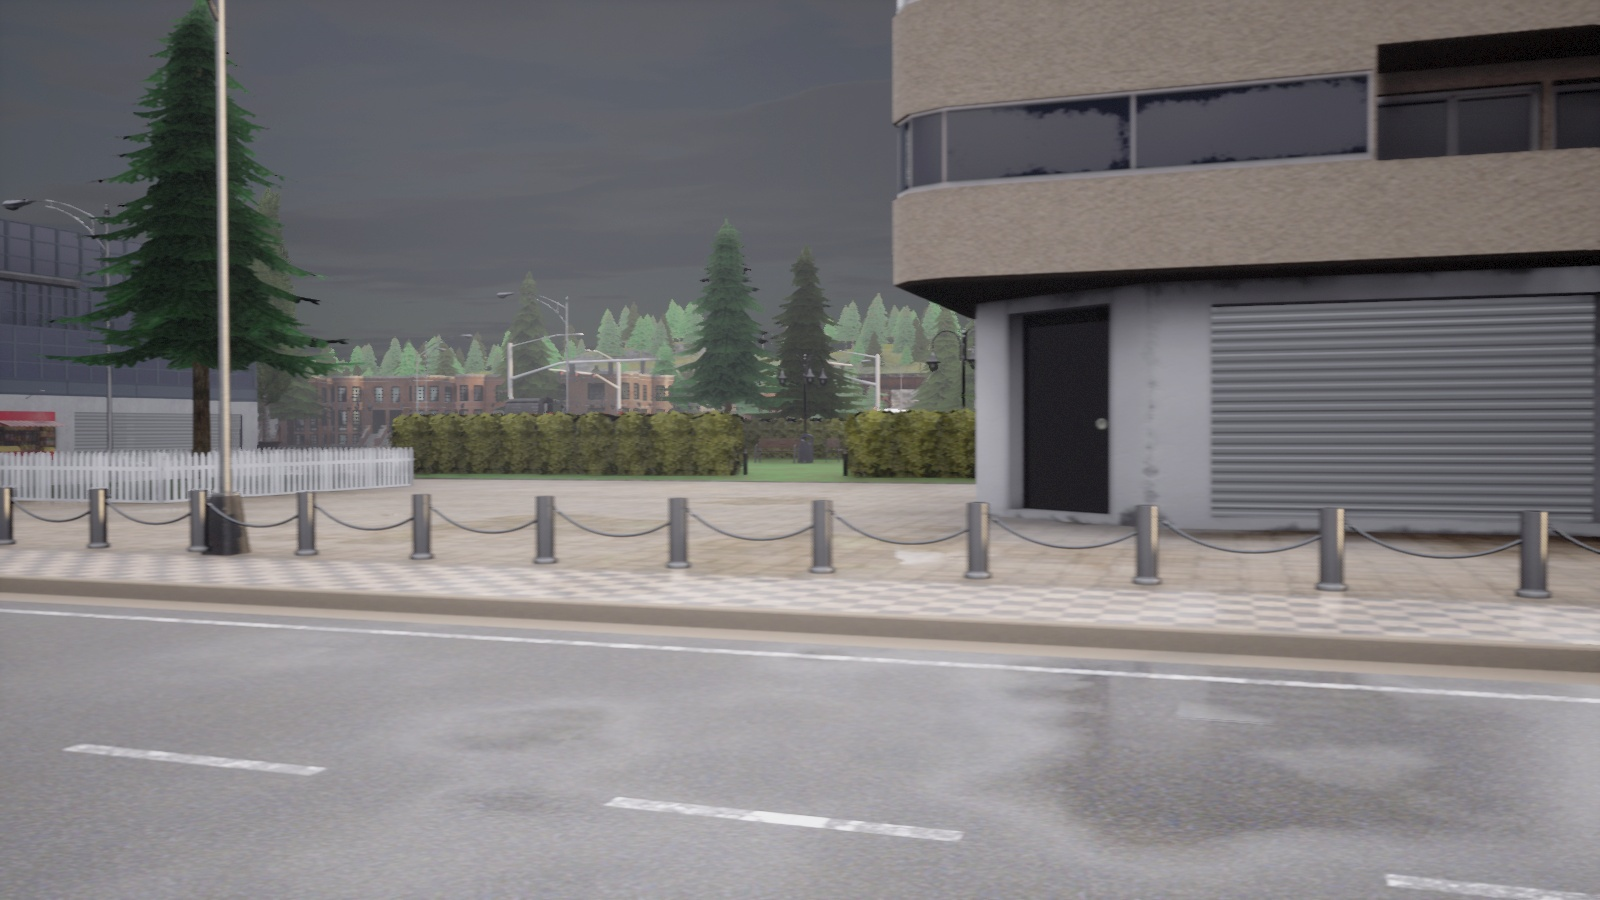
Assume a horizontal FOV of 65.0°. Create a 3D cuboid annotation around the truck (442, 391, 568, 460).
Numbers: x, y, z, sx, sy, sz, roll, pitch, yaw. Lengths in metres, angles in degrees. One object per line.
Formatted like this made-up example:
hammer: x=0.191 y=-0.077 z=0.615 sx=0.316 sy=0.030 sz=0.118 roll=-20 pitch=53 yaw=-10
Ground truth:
truck: x=-15.778 y=-1.302 z=67.878 sx=2.891 sy=3.462 sz=7.936 roll=1 pitch=1 yaw=19
